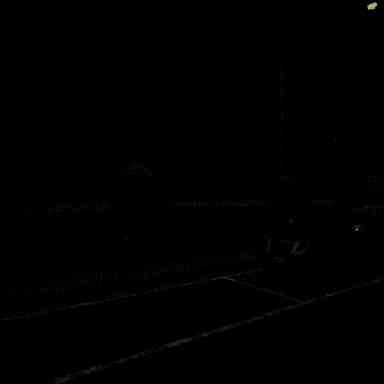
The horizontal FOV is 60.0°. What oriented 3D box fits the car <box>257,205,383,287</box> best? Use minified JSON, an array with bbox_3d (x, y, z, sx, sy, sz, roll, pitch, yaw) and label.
[{"bbox_3d":[4.124,1.313,9.478,5.009,1.841,2.192,0,0,-36],"label":"car"}]
